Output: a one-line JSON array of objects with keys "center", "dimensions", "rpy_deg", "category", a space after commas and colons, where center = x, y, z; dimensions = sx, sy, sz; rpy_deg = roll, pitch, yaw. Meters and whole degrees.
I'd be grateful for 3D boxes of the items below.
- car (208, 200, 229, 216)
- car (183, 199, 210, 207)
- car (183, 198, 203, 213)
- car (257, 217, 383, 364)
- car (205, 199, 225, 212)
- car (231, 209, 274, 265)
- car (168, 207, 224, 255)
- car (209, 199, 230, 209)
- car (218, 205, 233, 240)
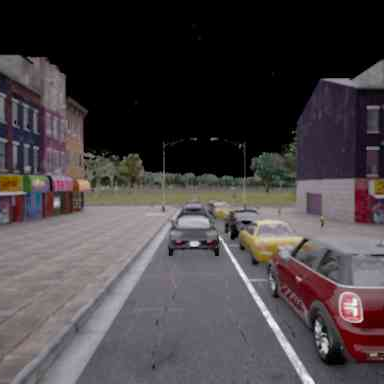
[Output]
[{"center": [2.629, 1.581, 33.550], "dimensions": [1.802, 1.307, 4.206], "rpy_deg": [-1, 0, 0], "category": "car"}, {"center": [0.104, 1.504, 25.031], "dimensions": [1.837, 1.490, 4.892], "rpy_deg": [0, 0, 0], "category": "car"}, {"center": [0.109, 1.490, 37.515], "dimensions": [2.128, 1.511, 4.902], "rpy_deg": [0, 0, 0], "category": "car"}, {"center": [2.620, 1.440, 5.888], "dimensions": [1.967, 1.590, 4.097], "rpy_deg": [-1, 0, 0], "category": "car"}, {"center": [2.629, 1.550, 39.083], "dimensions": [2.008, 1.369, 4.403], "rpy_deg": [-1, 0, 0], "category": "car"}, {"center": [2.623, 1.524, 11.591], "dimensions": [1.752, 1.417, 4.829], "rpy_deg": [-1, 0, 0], "category": "car"}, {"center": [0.050, 1.524, 13.170], "dimensions": [1.812, 1.442, 4.674], "rpy_deg": [0, 0, -1], "category": "car"}, {"center": [2.626, 1.524, 28.187], "dimensions": [1.752, 1.417, 4.829], "rpy_deg": [-1, 0, 0], "category": "car"}, {"center": [2.625, 1.565, 16.953], "dimensions": [1.947, 1.339, 4.313], "rpy_deg": [-1, 0, 0], "category": "car"}]
